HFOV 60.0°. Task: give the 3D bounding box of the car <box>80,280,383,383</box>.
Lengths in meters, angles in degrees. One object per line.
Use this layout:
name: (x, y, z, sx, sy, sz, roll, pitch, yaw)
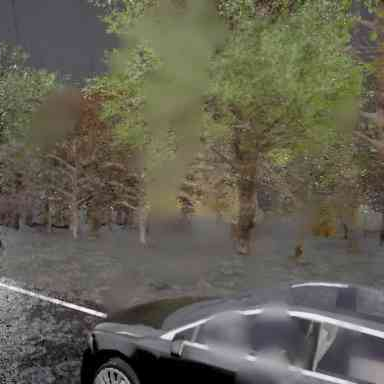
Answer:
car: (1.005, 1.603, 3.016, 4.902, 1.511, 2.128, -1, -4, 36)
